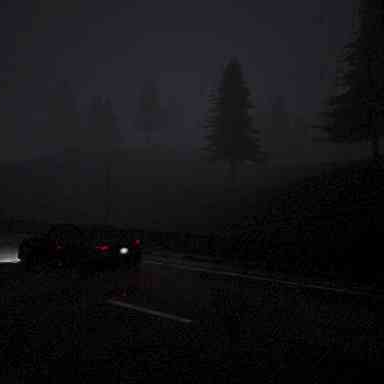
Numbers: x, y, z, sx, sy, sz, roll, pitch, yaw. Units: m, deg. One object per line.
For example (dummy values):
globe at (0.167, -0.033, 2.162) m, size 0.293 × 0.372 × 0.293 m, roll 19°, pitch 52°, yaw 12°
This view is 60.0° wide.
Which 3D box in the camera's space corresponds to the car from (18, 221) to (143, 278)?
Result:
car at (-3.571, 1.625, 10.443) m, size 4.181 × 1.385 × 1.994 m, roll 0°, pitch 0°, yaw 34°
